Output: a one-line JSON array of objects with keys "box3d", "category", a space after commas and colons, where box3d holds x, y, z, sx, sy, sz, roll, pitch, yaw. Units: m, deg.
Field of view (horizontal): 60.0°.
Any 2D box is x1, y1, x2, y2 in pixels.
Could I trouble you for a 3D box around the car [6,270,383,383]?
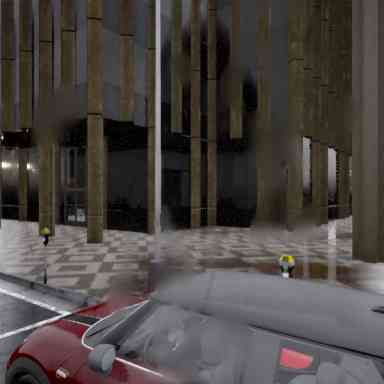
[{"box3d": [0.175, 1.440, 2.839, 4.097, 1.590, 1.967, 0, 0, 36], "category": "car"}]
